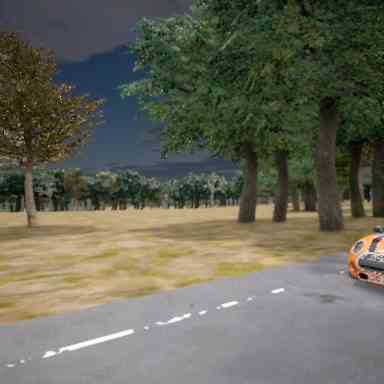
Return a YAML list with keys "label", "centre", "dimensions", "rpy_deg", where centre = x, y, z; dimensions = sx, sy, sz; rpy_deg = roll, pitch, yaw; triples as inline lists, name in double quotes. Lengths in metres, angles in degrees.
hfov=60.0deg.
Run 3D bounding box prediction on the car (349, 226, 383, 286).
- label: "car"
  centre: [5.953, 1.310, 8.464]
  dimensions: [4.553, 1.767, 2.097]
  rpy_deg: [0, 0, -37]
